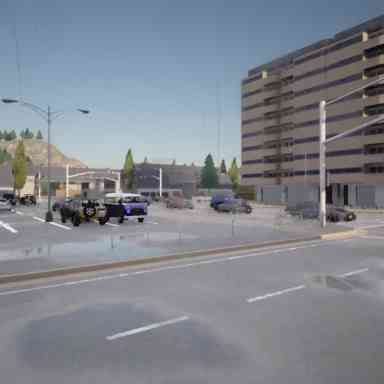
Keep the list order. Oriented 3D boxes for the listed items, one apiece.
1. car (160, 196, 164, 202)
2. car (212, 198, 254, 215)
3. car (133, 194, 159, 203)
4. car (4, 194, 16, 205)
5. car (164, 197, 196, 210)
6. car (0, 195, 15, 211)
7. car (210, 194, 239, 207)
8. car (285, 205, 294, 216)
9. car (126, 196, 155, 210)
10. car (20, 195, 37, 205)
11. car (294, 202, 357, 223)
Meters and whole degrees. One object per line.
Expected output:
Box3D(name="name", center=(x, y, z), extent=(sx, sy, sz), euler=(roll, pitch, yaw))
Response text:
Box3D(name="car", center=(-2.528, 1.561, 50.630), extent=(1.837, 1.490, 4.892), euler=(0, 0, -35))
Box3D(name="car", center=(4.478, 1.620, 34.695), extent=(1.994, 1.385, 4.181), euler=(0, 0, -36))
Box3D(name="car", center=(-9.309, 1.547, 66.534), extent=(2.128, 1.511, 4.902), euler=(0, 0, -35))
Box3D(name="car", center=(-29.688, 1.212, 53.706), extent=(1.905, 1.878, 3.866), euler=(0, 0, -35))
Box3D(name="car", center=(-1.371, 1.619, 42.941), extent=(1.994, 1.385, 4.181), euler=(0, 0, -35))
Box3D(name="car", center=(-21.832, 1.451, 37.872), extent=(1.970, 1.475, 3.806), euler=(0, 0, -35))
Box3D(name="car", center=(4.515, 1.276, 40.692), extent=(2.150, 2.045, 5.566), euler=(0, 0, -35))
Box3D(name="car", center=(11.275, 1.603, 31.177), extent=(2.033, 1.411, 5.357), euler=(0, 0, -35))
Box3D(name="car", center=(-8.282, 1.656, 52.723), extent=(1.895, 1.301, 4.718), euler=(0, 0, -35))
Box3D(name="car", center=(-27.292, 1.209, 55.329), extent=(1.932, 1.855, 4.605), euler=(0, 0, -35))
Box3D(name="car", center=(10.518, 1.619, 25.925), extent=(1.994, 1.385, 4.181), euler=(0, 0, -32))
